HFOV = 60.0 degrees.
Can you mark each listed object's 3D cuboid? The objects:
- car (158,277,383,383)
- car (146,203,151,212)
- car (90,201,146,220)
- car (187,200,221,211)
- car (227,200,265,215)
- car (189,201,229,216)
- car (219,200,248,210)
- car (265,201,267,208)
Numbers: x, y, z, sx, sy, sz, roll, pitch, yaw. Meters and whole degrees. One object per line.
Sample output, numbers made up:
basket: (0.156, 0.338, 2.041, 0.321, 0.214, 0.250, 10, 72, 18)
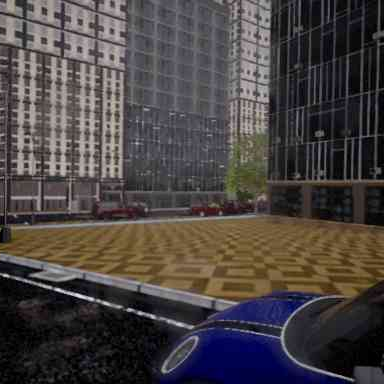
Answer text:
car: (1.887, 1.349, 2.339, 4.553, 1.767, 2.097, -1, 0, 35)
car: (-7.379, 1.939, 42.943, 4.403, 1.369, 2.008, 0, 1, -34)
car: (-7.598, 1.826, 33.235, 5.009, 1.841, 2.192, 0, 1, -34)
car: (1.833, 1.976, 49.256, 4.829, 1.417, 1.752, 0, 1, -34)
car: (6.430, 1.920, 42.849, 5.009, 1.841, 2.192, 0, 1, -34)
car: (1.750, 2.118, 39.648, 4.507, 1.381, 1.887, 0, 1, -34)
car: (6.649, 2.049, 52.557, 4.313, 1.339, 1.947, 0, 1, -34)
car: (11.325, 2.097, 55.762, 4.206, 1.307, 1.802, 0, 1, -34)
